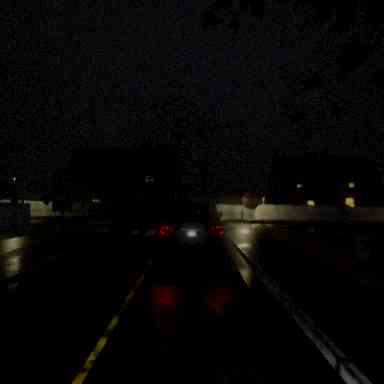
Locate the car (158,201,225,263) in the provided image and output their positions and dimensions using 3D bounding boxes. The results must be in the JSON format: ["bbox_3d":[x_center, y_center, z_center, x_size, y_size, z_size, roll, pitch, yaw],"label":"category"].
[{"bbox_3d":[0.012,1.348,12.608,2.150,2.045,5.566,0,0,0],"label":"car"}]

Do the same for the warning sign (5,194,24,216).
[{"bbox_3d":[-15.842,1.159,29.702,1.060,1.860,1.300,0,0,0],"label":"warning sign"}]
